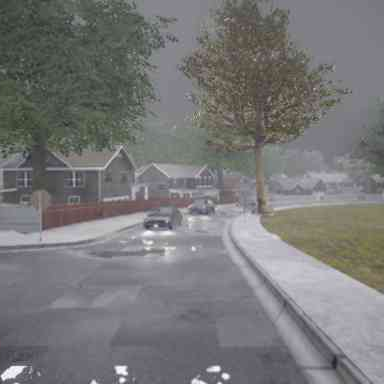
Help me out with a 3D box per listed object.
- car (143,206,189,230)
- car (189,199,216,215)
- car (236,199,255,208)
[{"bbox_3d":[-1.822,1.706,22.905,2.033,1.411,5.357,0,0,8],"label":"car"},{"bbox_3d":[1.120,1.565,36.393,2.097,1.767,4.553,1,0,18],"label":"car"},{"bbox_3d":[8.687,1.798,53.895,2.128,1.511,4.902,1,0,31],"label":"car"}]
